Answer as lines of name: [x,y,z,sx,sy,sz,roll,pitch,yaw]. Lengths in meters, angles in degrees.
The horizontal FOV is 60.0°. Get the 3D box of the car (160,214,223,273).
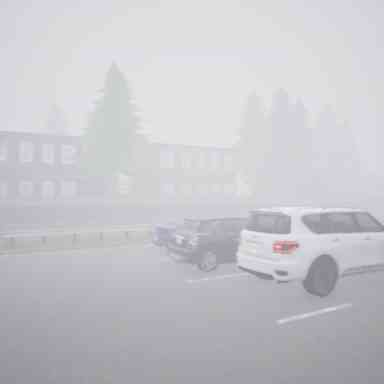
car: [1.456,1.629,11.903,4.553,1.767,2.097,0,-2,-28]

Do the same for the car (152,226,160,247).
car: [0.631,1.847,15.426,5.008,1.535,1.882,0,-2,-28]

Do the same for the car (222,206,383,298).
car: [3.851,1.410,9.220,5.566,2.045,2.150,0,-2,-28]
